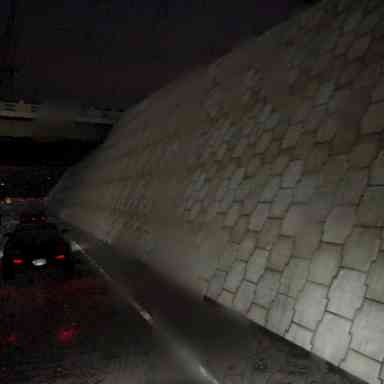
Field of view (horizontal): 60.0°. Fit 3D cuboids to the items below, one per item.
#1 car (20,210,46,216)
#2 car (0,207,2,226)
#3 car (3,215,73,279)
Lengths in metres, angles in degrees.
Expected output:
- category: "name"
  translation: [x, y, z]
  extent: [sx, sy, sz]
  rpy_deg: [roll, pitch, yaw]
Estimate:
- category: "car"
  translation: [-12.647, 2.072, 26.575]
  extent: [1.895, 1.301, 4.718]
  rpy_deg: [-2, 0, -26]
- category: "car"
  translation: [-16.109, 1.797, 25.675]
  extent: [2.150, 2.045, 5.566]
  rpy_deg: [-2, 0, -26]
- category: "car"
  translation: [-5.031, 1.714, 10.890]
  extent: [1.812, 1.442, 4.674]
  rpy_deg: [-2, 0, -26]
